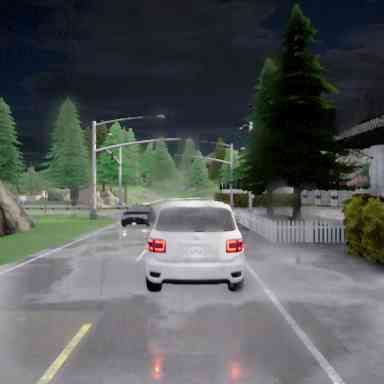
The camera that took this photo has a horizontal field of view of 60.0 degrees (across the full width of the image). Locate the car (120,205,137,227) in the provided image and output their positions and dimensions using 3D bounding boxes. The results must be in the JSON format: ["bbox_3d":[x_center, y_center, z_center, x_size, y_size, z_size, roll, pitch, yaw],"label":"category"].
[{"bbox_3d":[-3.608,1.581,23.306,2.033,1.411,5.357,0,0,0],"label":"car"}]

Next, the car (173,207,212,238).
[{"bbox_3d":[0.014,1.627,18.900,1.895,1.301,4.718,0,0,0],"label":"car"}]

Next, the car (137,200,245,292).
[{"bbox_3d":[0.063,1.234,9.137,2.150,2.045,5.566,0,0,0],"label":"car"}]
